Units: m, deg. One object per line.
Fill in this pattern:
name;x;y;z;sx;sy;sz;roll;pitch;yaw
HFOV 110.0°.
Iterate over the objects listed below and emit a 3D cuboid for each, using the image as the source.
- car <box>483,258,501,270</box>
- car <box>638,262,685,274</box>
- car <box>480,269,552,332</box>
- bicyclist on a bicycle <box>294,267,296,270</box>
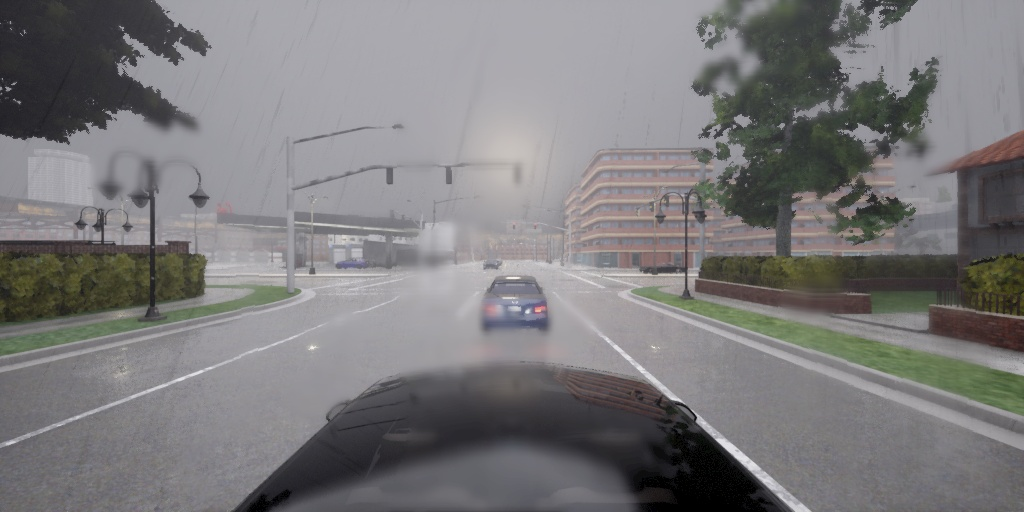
car;-3.102;1.102;53.604;2.097;1.767;4.553;0;0;0
car;16.329;1.351;38.893;4.718;1.301;1.895;0;0;-3
car;0.098;1.297;10.844;2.033;1.411;5.357;0;0;0
bicyclist on a bicycle;-29.016;1.180;47.116;0.582;1.620;1.656;-10;5;0
